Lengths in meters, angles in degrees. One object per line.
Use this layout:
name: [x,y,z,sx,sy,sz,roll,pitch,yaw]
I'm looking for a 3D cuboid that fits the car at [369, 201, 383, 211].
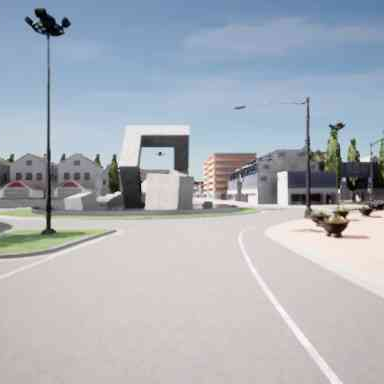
car: [25.162,1.793,43.695,4.718,1.301,1.895,0,-1,-25]
